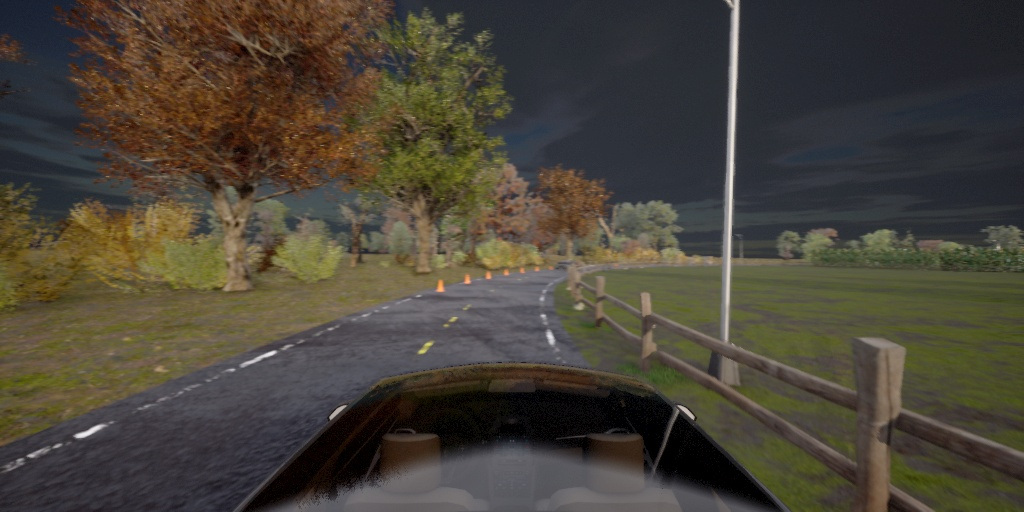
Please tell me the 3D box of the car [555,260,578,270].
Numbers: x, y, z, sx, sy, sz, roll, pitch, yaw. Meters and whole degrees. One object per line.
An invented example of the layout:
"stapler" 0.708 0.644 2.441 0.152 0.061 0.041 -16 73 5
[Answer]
"car" 7.095 1.199 46.678 1.994 1.385 4.181 2 1 27

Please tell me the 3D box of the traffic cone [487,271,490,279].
"traffic cone" -1.874 1.489 28.525 0.340 0.580 0.340 0 0 13

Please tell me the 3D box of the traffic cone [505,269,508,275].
"traffic cone" -0.534 1.494 33.491 0.340 0.580 0.340 0 0 17

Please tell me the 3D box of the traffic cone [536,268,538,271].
"traffic cone" 3.001 1.511 43.146 0.340 0.580 0.340 0 0 23

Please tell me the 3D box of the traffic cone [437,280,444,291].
"traffic cone" -3.677 1.506 18.402 0.340 0.580 0.340 0 0 7

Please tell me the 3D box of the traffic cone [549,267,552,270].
"traffic cone" 5.186 1.521 47.803 0.340 0.580 0.340 0 0 27

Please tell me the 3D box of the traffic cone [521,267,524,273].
"traffic cone" 1.093 1.502 38.370 0.340 0.580 0.340 0 0 20

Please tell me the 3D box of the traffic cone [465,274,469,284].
"traffic cone" -2.923 1.493 23.490 0.340 0.580 0.340 0 0 10
